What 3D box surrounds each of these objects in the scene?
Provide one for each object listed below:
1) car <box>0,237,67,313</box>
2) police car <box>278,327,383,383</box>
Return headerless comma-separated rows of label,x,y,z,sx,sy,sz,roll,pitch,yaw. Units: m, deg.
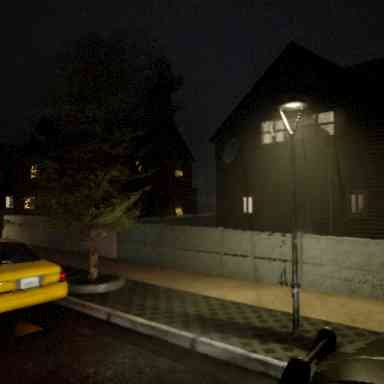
car,-5.025,1.678,7.665,5.366,1.575,1.801,-1,-2,37
police car,3.035,1.514,1.610,5.238,1.638,1.930,-1,-2,37
